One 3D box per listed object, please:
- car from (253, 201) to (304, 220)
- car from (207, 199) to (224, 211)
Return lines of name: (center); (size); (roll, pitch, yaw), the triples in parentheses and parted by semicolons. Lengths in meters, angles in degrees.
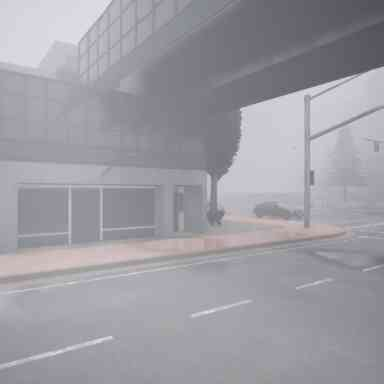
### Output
car: (7.293, 1.533, 28.416); (1.812, 1.442, 4.674); (0, 0, -36)
car: (1.486, 1.498, 36.479); (2.128, 1.511, 4.902); (0, 0, -36)
